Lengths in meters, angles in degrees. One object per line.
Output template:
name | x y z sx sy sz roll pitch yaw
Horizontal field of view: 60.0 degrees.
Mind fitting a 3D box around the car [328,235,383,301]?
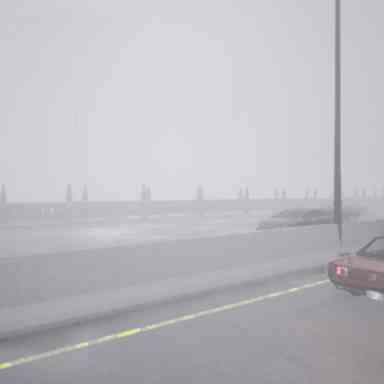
car | 5.158 1.599 7.350 4.718 1.301 1.895 0 0 -35

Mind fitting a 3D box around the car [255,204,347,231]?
car | 5.206 1.497 16.179 4.892 1.490 1.837 0 0 -35

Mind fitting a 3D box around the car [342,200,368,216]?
car | 14.901 1.514 31.507 4.674 1.442 1.812 0 0 -35

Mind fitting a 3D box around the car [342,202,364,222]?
car | 9.911 1.591 23.745 4.718 1.301 1.895 0 0 -35
